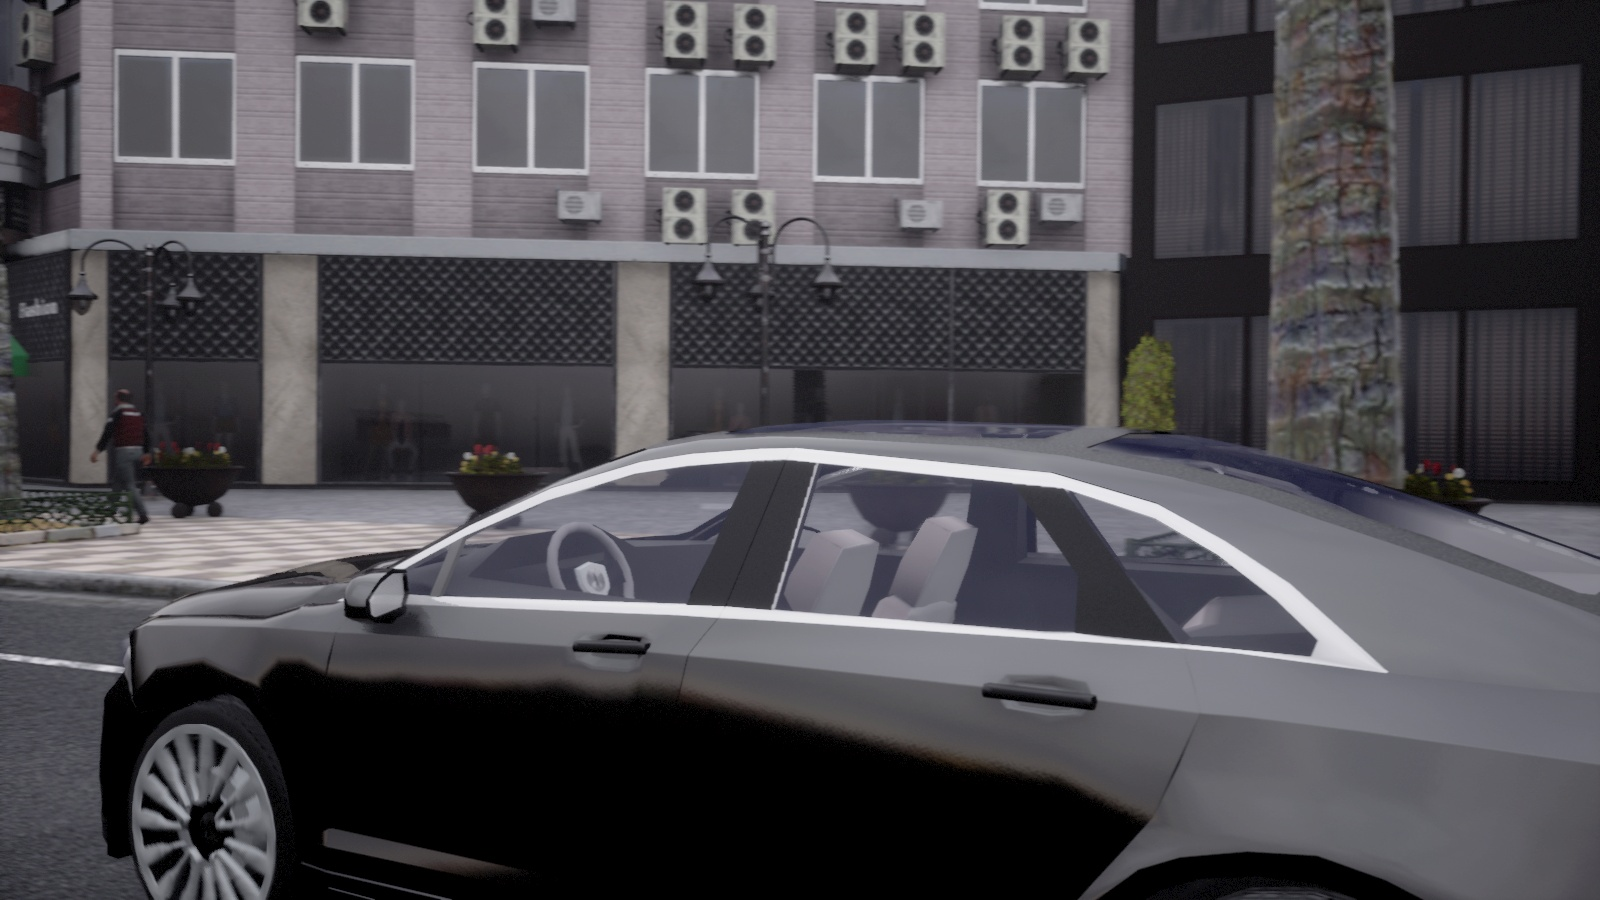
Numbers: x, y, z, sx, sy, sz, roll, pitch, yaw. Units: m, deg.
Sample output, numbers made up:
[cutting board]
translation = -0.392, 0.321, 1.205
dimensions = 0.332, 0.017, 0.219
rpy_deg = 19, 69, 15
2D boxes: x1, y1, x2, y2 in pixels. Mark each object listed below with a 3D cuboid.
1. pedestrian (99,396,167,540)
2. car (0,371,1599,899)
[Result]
[pedestrian]
translation = -8.787, 0.232, 16.547
dimensions = 0.720, 1.854, 0.376
rpy_deg = 0, 1, 20
[car]
translation = 0.090, 0.636, 3.464
dimensions = 4.902, 1.511, 2.128
rpy_deg = 0, 1, 31
